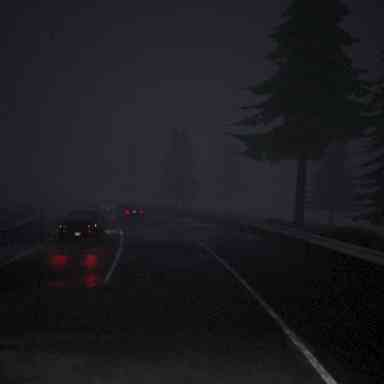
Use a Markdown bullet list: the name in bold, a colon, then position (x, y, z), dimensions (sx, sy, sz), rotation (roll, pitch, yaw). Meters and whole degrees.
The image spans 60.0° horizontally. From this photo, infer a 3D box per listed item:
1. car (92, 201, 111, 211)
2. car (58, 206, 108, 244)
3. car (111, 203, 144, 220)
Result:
- **car**: position (-11.218, 1.824, 41.689), dimensions (1.895, 1.301, 4.718), rotation (0, 0, -29)
- **car**: position (-5.356, 1.615, 16.444), dimensions (1.812, 1.442, 4.674), rotation (0, -1, -12)
- **car**: position (-5.633, 1.704, 29.889), dimensions (2.033, 1.411, 5.357), rotation (0, 0, -20)
